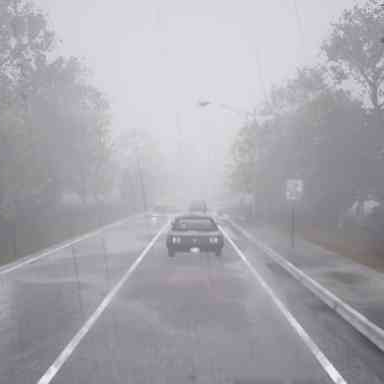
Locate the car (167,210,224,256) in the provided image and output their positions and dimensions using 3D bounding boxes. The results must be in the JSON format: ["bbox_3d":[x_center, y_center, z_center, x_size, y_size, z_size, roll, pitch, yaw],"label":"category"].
[{"bbox_3d":[0.100,1.587,13.023,1.895,1.301,4.718,0,0,0],"label":"car"}]

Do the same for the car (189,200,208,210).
[{"bbox_3d":[0.747,1.523,36.197,2.033,1.411,5.357,0,0,5],"label":"car"}]

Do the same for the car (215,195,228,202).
[{"bbox_3d":[6.812,1.435,76.130,2.128,1.511,4.902,2,0,22],"label":"car"}]

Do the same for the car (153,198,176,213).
[{"bbox_3d":[-2.910,1.426,36.215,1.882,1.535,5.008,0,0,6],"label":"car"}]
